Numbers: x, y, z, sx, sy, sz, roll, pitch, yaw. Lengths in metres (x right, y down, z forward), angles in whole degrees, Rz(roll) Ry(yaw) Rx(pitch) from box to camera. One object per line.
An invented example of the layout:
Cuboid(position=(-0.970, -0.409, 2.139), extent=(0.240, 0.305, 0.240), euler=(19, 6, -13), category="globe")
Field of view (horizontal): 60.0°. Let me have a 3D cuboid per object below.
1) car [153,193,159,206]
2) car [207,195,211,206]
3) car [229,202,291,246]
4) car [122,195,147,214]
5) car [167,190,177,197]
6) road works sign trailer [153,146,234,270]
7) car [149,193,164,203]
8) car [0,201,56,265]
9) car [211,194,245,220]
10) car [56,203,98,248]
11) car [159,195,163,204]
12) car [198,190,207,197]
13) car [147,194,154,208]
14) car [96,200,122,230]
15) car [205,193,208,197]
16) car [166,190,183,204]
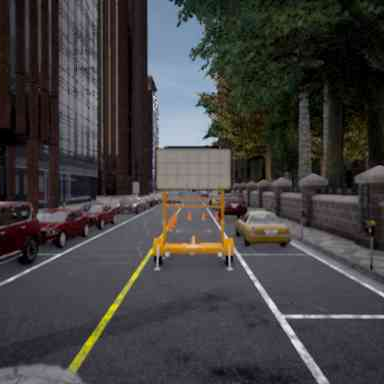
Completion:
Cuboid(position=(-5.566, 1.098, 41.307), extent=(1.887, 1.381, 4.507), euler=(0, 1, 0), category="car")
Cuboid(position=(2.934, 1.137, 35.982), extent=(1.752, 1.417, 4.829), euler=(0, 1, 0), category="car")
Cuboid(position=(2.830, 1.369, 14.158), extent=(1.752, 1.417, 4.829), euler=(0, 1, 0), category="car")
Cuboid(position=(-5.618, 1.109, 30.393), extent=(1.967, 1.590, 4.097), euler=(0, 1, 0), category="car")
Cuboid(position=(-5.337, 0.371, 89.624), extent=(2.192, 1.841, 5.009), euler=(0, 1, 0), category="car")
Cuboid(position=(0.051, 0.346, 10.537), extent=(2.380, 3.560, 2.880), euler=(0, 1, 0), category="road works sign trailer")
Cuboid(position=(-5.515, 0.966, 52.050), extent=(1.752, 1.417, 4.829), euler=(0, 1, 0), category="car")
Cuboid(position=(-5.721, 1.217, 8.565), extent=(2.192, 1.841, 5.009), euler=(0, 1, 0), category="car")
Cuboid(position=(2.881, 1.044, 24.898), extent=(2.192, 1.841, 5.009), euler=(0, 1, 0), category="car")
Cuboid(position=(-5.695, 1.387, 14.024), extent=(1.887, 1.381, 4.507), euler=(0, 1, 0), category="car")
Cuboid(position=(-5.540, 0.936, 46.763), extent=(1.967, 1.590, 4.097), euler=(0, 1, 0), category="car")
Cuboid(position=(3.163, 0.554, 84.147), extent=(1.967, 1.590, 4.097), euler=(0, 1, 0), category="car")
Cuboid(position=(-5.592, 1.161, 35.851), extent=(2.008, 1.369, 4.403), euler=(0, 1, 0), category="car")
Cuboid(position=(-5.670, 1.329, 19.481), extent=(1.887, 1.381, 4.507), euler=(0, 1, 0), category="car")
Cuboid(position=(2.959, 1.122, 41.269), extent=(1.947, 1.339, 4.313), euler=(0, 1, 0), category="car")
Cuboid(position=(-2.815, 0.822, 49.318), extent=(2.097, 1.767, 4.553), euler=(0, 1, 1), category="car")
